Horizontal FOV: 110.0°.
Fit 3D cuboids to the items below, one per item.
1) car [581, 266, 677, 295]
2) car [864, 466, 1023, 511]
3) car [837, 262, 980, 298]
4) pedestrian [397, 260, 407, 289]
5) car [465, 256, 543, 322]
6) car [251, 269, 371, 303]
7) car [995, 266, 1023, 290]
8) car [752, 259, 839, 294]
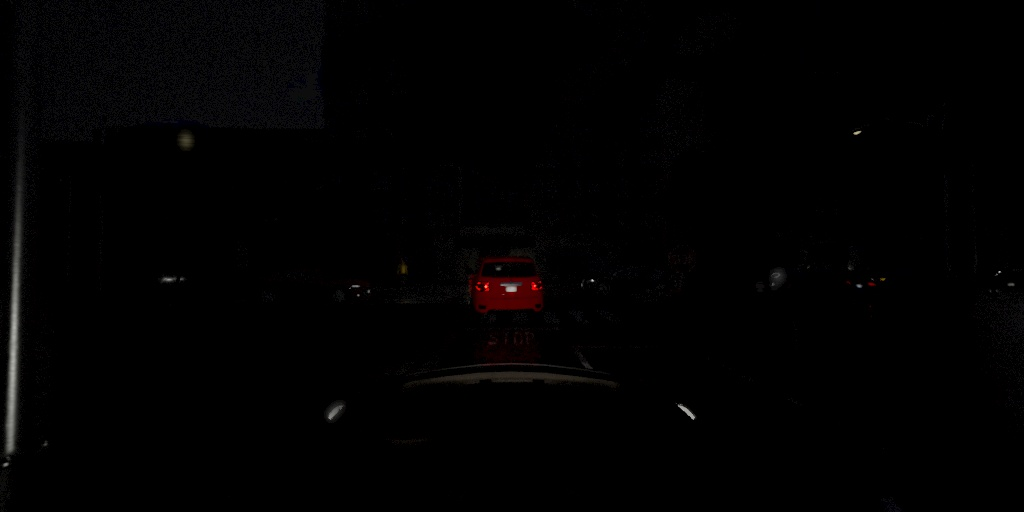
[{"bbox_3d":[6.214,1.274,19.240,4.902,1.511,2.128,-1,-1,0],"label":"car"},{"bbox_3d":[2.636,1.326,0.126,1.802,1.307,4.207,0,0,0],"label":"car"},{"bbox_3d":[18.017,1.136,16.233,4.674,1.442,1.812,0,-1,0],"label":"car"},{"bbox_3d":[-6.810,1.116,22.219,0.375,1.860,0.375,0,-1,0],"label":"pedestrian"},{"bbox_3d":[-0.427,1.004,12.773,2.150,2.045,5.566,0,1,-9],"label":"car"},{"bbox_3d":[-9.037,1.343,16.362,5.008,1.535,1.882,0,-1,0],"label":"car"},{"bbox_3d":[28.908,0.946,19.127,4.553,1.767,2.097,0,-1,1],"label":"car"},{"bbox_3d":[15.535,1.051,19.197,4.553,1.767,2.097,0,-1,0],"label":"car"}]
